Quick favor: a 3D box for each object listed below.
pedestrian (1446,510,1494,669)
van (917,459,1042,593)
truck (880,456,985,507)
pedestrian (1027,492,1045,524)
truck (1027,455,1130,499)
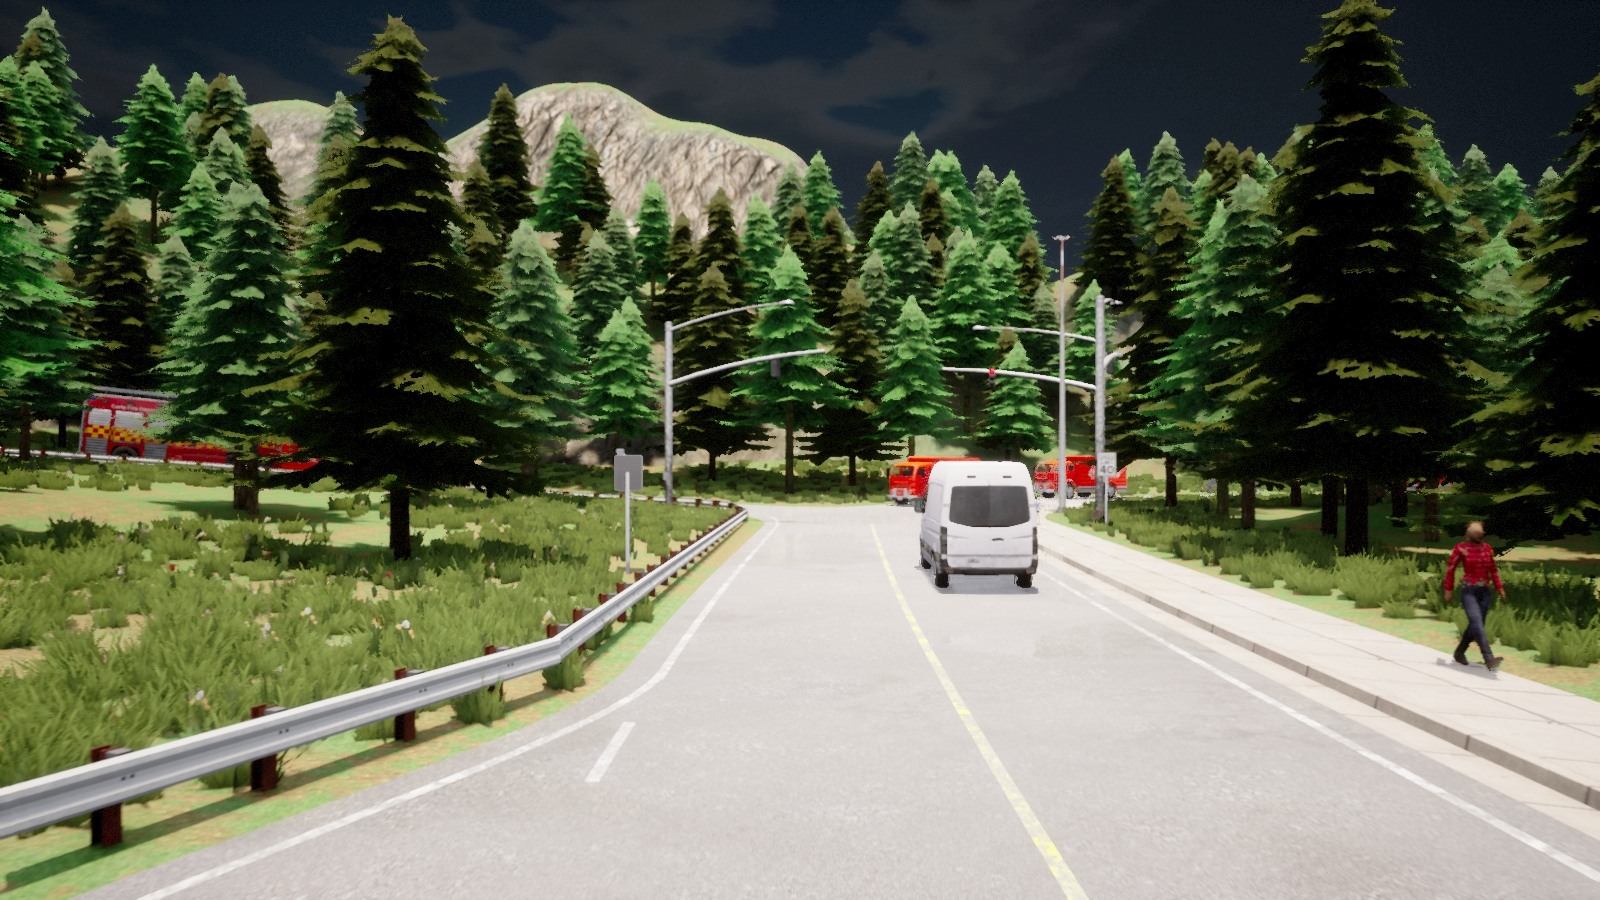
[{"bbox_3d":[8.066,1.668,13.763,0.375,1.860,0.375,0,0,5],"label":"pedestrian"},{"bbox_3d":[3.798,1.506,25.218,1.988,2.561,5.915,0,0,2],"label":"van"},{"bbox_3d":[6.768,1.544,58.038,5.204,2.467,2.627,1,0,-44],"label":"truck"},{"bbox_3d":[8.312,2.046,40.264,0.500,1.100,0.500,0,0,-1],"label":"pedestrian"},{"bbox_3d":[15.948,1.548,65.526,5.204,2.467,2.627,1,-1,-24],"label":"truck"}]
